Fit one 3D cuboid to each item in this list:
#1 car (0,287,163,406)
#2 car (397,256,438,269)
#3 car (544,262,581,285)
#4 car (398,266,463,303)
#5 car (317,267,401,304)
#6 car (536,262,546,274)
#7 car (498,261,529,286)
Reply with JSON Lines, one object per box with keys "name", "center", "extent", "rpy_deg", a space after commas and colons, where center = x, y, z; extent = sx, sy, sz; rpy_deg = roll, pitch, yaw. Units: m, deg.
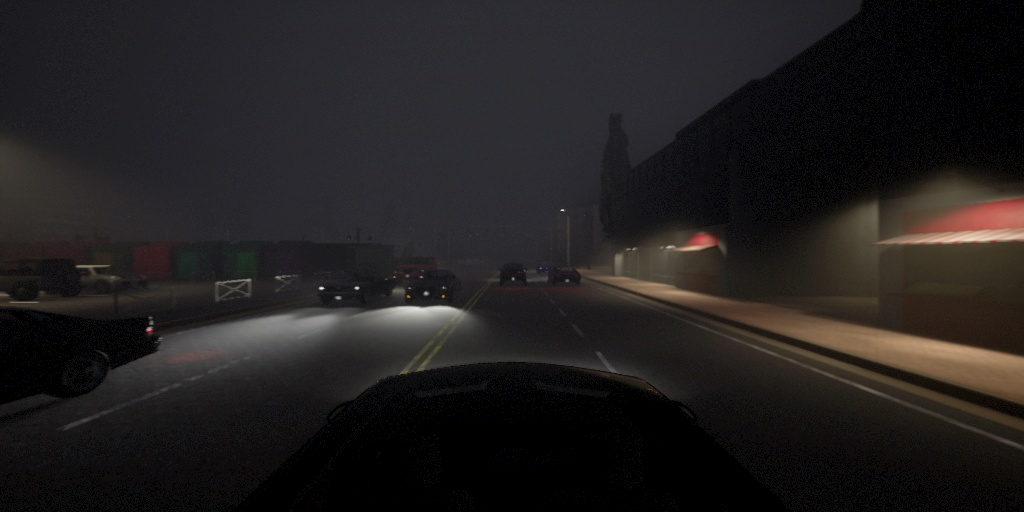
{"name": "car", "center": [-7.103, 1.328, 3.885], "extent": [2.033, 1.411, 5.357], "rpy_deg": [0, 0, 0]}
{"name": "car", "center": [-6.978, 0.993, 26.756], "extent": [2.150, 2.045, 5.566], "rpy_deg": [0, 0, 1]}
{"name": "car", "center": [3.604, 1.321, 25.509], "extent": [1.895, 1.301, 4.718], "rpy_deg": [0, 0, 1]}
{"name": "car", "center": [-3.479, 1.327, 16.509], "extent": [1.994, 1.385, 4.181], "rpy_deg": [0, 0, 0]}
{"name": "car", "center": [-6.978, 1.377, 16.641], "extent": [1.895, 1.301, 4.718], "rpy_deg": [0, 0, 0]}
{"name": "car", "center": [3.616, 1.313, 39.422], "extent": [1.895, 1.301, 4.718], "rpy_deg": [0, 0, 1]}
{"name": "car", "center": [0.099, 1.239, 25.488], "extent": [1.837, 1.490, 4.892], "rpy_deg": [0, 0, 1]}
